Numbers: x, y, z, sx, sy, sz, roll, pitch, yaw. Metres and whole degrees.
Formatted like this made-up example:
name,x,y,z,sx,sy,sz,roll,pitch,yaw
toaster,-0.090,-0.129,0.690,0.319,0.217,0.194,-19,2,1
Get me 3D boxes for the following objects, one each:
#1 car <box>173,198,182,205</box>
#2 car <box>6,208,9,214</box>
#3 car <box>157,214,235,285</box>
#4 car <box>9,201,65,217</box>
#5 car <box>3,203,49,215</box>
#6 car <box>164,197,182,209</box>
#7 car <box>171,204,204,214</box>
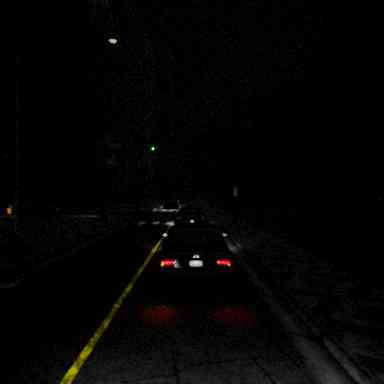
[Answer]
name,x,y,z,sx,sy,sz,roll,pitch,yaw
car,-3.030,2.021,70.497,1.812,1.442,4.674,0,-1,0
car,-15.202,1.634,32.494,5.008,1.535,1.882,0,-2,0
car,0.085,1.596,9.653,2.033,1.411,5.357,0,0,0
car,-13.556,1.513,29.838,4.097,1.590,1.967,0,-2,-1
car,-19.025,1.906,38.345,4.313,1.339,1.947,0,-2,0
car,-3.076,1.872,50.750,2.033,1.411,5.357,0,0,3
car,-0.141,1.676,21.425,1.994,1.385,4.181,0,0,-4
